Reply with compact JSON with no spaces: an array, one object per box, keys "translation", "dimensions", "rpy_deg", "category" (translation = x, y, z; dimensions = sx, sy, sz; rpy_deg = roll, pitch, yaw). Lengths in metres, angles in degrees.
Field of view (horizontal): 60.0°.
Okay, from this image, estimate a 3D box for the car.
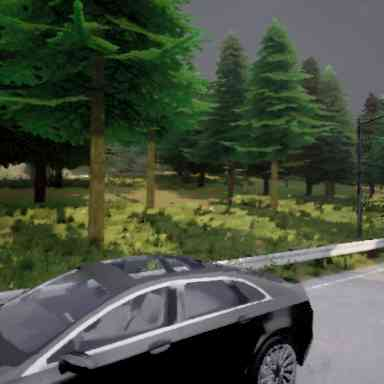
[{"translation":[-0.738,1.508,3.466],"dimensions":[4.902,1.511,2.128],"rpy_deg":[1,-1,-35],"category":"car"}]
